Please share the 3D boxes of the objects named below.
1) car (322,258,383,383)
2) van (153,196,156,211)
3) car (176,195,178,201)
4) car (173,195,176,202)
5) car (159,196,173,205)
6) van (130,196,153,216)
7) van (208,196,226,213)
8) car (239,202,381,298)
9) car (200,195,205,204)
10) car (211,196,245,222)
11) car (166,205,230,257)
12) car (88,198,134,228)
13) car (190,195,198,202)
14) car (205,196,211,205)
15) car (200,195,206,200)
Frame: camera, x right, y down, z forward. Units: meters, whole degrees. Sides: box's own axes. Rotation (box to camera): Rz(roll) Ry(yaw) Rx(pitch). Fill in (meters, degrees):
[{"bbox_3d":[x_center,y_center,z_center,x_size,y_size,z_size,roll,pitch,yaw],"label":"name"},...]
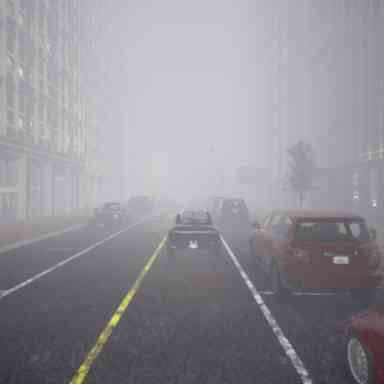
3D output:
[{"bbox_3d":[2.696,1.594,2.424,1.802,1.307,4.206,0,0,0],"label":"car"},{"bbox_3d":[-5.108,1.332,37.701,1.690,1.788,3.998,0,0,0],"label":"van"},{"bbox_3d":[-4.884,1.562,76.532,1.947,1.339,4.313,0,0,0],"label":"car"},{"bbox_3d":[-4.917,1.521,70.815,1.752,1.417,4.829,0,0,0],"label":"car"},{"bbox_3d":[-4.981,1.577,59.890,1.802,1.307,4.206,0,0,0],"label":"car"},{"bbox_3d":[-5.141,1.331,32.154,1.690,1.788,3.998,0,0,0],"label":"van"},{"bbox_3d":[2.772,1.365,37.655,1.690,1.788,3.998,0,0,0],"label":"van"},{"bbox_3d":[2.732,1.330,8.462,2.192,1.841,5.009,0,0,0],"label":"car"},{"bbox_3d":[2.932,1.468,65.392,1.967,1.590,4.097,0,0,0],"label":"car"},{"bbox_3d":[2.742,1.335,23.413,2.192,1.841,5.009,0,0,0],"label":"car"},{"bbox_3d":[0.064,1.497,12.984,2.128,1.511,4.902,0,0,0],"label":"car"},{"bbox_3d":[-5.267,1.427,21.570,1.967,1.590,4.097,0,0,0],"label":"car"},{"bbox_3d":[0.433,1.543,76.743,2.128,1.511,4.902,0,0,0],"label":"car"},{"bbox_3d":[2.739,1.337,32.108,2.192,1.841,5.009,0,0,0],"label":"car"},{"bbox_3d":[3.093,1.552,93.299,1.752,1.417,4.829,0,0,0],"label":"car"}]
